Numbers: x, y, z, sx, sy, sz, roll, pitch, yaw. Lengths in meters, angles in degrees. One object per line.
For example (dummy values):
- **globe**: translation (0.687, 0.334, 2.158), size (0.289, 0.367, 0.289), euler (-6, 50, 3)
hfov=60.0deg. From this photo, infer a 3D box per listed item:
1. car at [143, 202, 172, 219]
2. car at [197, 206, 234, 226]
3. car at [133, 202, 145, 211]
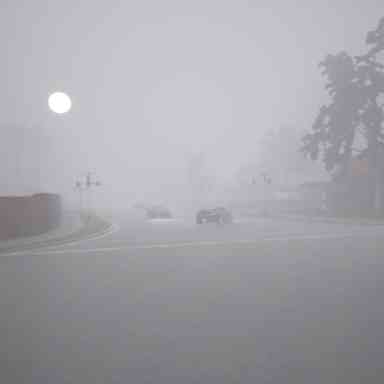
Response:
- **car**: translation (-3.601, 2.153, 35.738), size (1.994, 1.385, 4.181), euler (0, -1, -21)
- **car**: translation (1.992, 1.950, 27.510), size (1.837, 1.490, 4.892), euler (-3, -3, 25)
- **car**: translation (-8.725, 2.475, 57.762), size (2.128, 1.511, 4.902), euler (1, -2, -32)
